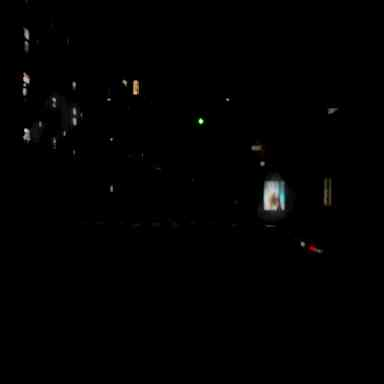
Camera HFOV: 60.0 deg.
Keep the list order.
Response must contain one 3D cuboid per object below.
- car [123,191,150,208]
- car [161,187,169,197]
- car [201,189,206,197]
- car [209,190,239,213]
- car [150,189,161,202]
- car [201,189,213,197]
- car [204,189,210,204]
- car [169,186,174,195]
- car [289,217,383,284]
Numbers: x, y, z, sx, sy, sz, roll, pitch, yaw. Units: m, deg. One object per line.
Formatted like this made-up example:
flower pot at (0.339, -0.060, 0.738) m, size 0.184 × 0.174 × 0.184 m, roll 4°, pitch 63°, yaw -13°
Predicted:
car at (-5.695, 0.790, 33.165) m, size 2.008 × 1.369 × 4.403 m, roll 0°, pitch 1°, yaw 0°
car at (-5.695, 0.139, 61.470) m, size 1.752 × 1.417 × 4.829 m, roll 0°, pitch 1°, yaw 0°
car at (2.686, 0.536, 44.568) m, size 2.008 × 1.369 × 4.403 m, roll 0°, pitch 1°, yaw 0°
car at (2.685, 0.807, 27.479) m, size 1.967 × 1.590 × 4.097 m, roll 0°, pitch 1°, yaw 0°
car at (-5.694, 0.536, 44.555) m, size 2.008 × 1.369 × 4.403 m, roll 0°, pitch 1°, yaw 0°
car at (2.686, 0.160, 61.653) m, size 2.008 × 1.369 × 4.403 m, roll -1°, pitch 1°, yaw 0°
car at (2.686, 0.694, 38.873) m, size 1.802 × 1.307 × 4.206 m, roll 0°, pitch 1°, yaw 0°
car at (-5.696, -0.197, 73.028) m, size 1.967 × 1.590 × 4.097 m, roll 0°, pitch 1°, yaw 0°
car at (5.291, 1.374, 8.402) m, size 5.357 × 1.411 × 2.033 m, roll 0°, pitch 2°, yaw 0°
